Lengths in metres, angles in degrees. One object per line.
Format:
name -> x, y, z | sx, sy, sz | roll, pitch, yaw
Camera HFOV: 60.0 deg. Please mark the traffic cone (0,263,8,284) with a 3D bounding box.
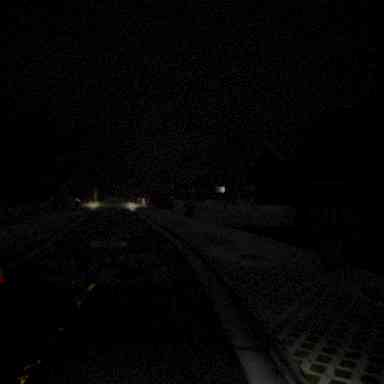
traffic cone -> -5.016, 2.055, 8.629 | 0.340, 0.580, 0.340 | 0, -1, -7
